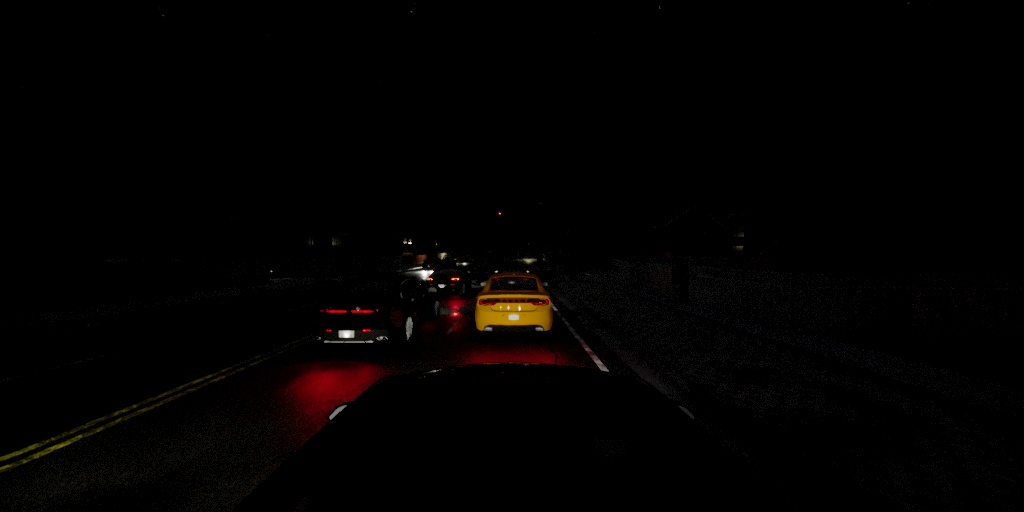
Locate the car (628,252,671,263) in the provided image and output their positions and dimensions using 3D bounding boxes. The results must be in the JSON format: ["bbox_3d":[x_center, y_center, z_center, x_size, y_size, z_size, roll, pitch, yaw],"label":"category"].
[{"bbox_3d":[12.585,0.687,34.519,5.566,2.045,2.150,-1,1,-1],"label":"car"}]

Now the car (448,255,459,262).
[{"bbox_3d":[-9.934,0.883,55.990,1.994,1.385,4.181,0,1,0],"label":"car"}]

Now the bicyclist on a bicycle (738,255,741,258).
[{"bbox_3d":[18.405,0.782,28.817,0.582,1.620,1.656,0,0,-2],"label":"bicyclist on a bicycle"}]

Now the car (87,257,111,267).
[{"bbox_3d":[-38.523,1.086,32.147,5.566,2.045,2.150,0,1,5],"label":"car"}]

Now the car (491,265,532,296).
[{"bbox_3d":[0.008,1.247,19.388,1.994,1.385,4.181,0,0,1],"label":"car"}]

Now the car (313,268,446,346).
[{"bbox_3d":[-3.192,1.242,9.357,1.837,1.490,4.892,0,1,0],"label":"car"}]

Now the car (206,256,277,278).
[{"bbox_3d":[-23.643,0.992,31.204,5.566,2.045,2.150,0,1,2],"label":"car"}]

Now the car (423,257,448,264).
[{"bbox_3d":[-9.919,0.932,45.183,2.128,1.511,4.902,0,1,0],"label":"car"}]

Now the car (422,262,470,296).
[{"bbox_3d":[-3.248,1.212,18.924,1.812,1.442,4.674,0,0,1],"label":"car"}]

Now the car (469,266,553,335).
[{"bbox_3d":[0.062,1.209,10.499,1.882,1.535,5.008,0,0,0],"label":"car"}]
